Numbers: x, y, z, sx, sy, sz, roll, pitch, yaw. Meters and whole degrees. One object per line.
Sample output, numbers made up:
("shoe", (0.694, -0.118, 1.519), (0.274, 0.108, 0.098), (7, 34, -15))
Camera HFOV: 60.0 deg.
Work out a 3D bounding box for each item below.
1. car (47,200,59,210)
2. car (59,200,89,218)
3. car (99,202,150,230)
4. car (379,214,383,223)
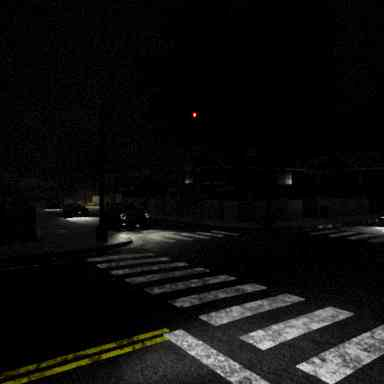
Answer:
("car", (-21.677, 1.951, 52.015), (2.033, 1.411, 5.357), (0, 0, -26))
("car", (-11.844, 1.823, 33.735), (1.994, 1.385, 4.181), (0, 0, -31))
("car", (-4.589, 1.518, 22.355), (2.097, 1.767, 4.553), (0, 0, -34))
("car", (14.533, 1.509, 22.021), (5.357, 1.411, 2.033), (0, 0, -35))
